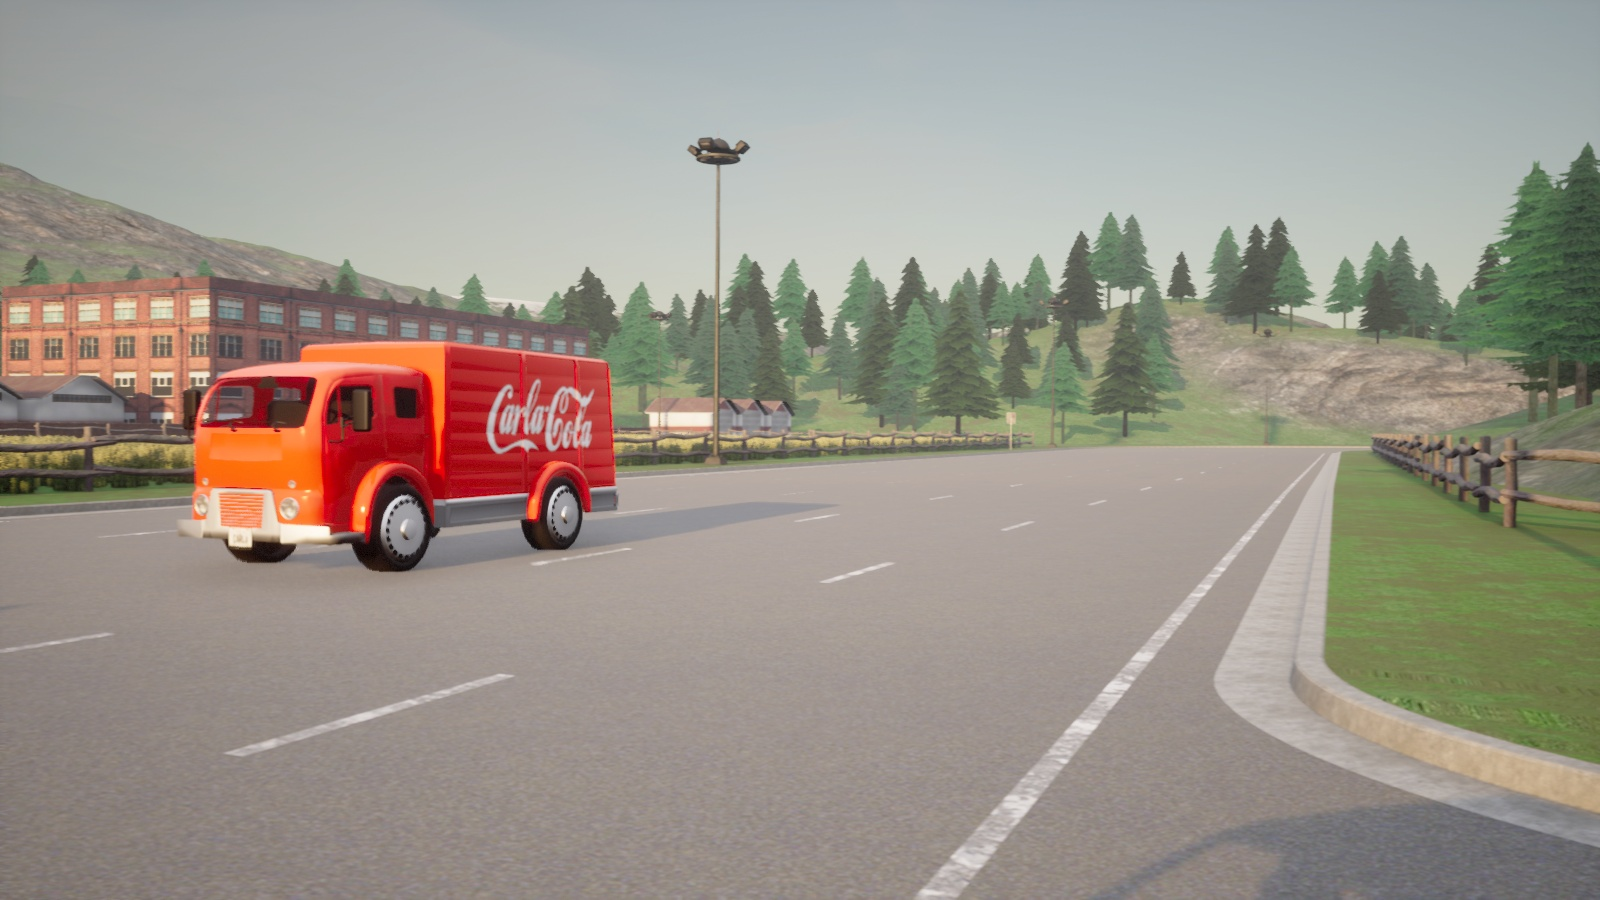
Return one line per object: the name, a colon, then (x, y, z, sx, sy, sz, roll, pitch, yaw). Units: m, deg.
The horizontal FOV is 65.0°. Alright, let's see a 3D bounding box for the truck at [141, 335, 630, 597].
truck: (-4.496, 0.106, 14.744, 2.627, 2.467, 5.204, 0, 1, 23)
